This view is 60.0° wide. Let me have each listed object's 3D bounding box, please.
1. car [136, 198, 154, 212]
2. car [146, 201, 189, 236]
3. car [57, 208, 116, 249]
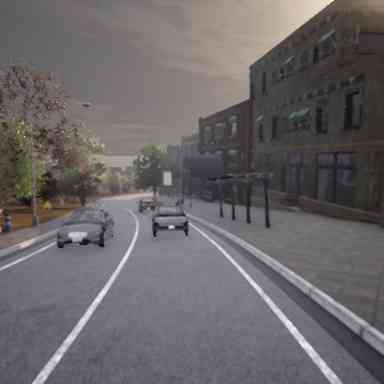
[{"bbox_3d":[-5.222,1.491,38.329,1.837,1.490,4.892,-1,0,-13],"label":"car"},{"bbox_3d":[-1.296,1.465,18.310,2.128,1.511,4.902,-1,0,-7],"label":"car"},{"bbox_3d":[-4.554,1.516,14.824,2.128,1.511,4.902,-1,0,-7],"label":"car"}]
